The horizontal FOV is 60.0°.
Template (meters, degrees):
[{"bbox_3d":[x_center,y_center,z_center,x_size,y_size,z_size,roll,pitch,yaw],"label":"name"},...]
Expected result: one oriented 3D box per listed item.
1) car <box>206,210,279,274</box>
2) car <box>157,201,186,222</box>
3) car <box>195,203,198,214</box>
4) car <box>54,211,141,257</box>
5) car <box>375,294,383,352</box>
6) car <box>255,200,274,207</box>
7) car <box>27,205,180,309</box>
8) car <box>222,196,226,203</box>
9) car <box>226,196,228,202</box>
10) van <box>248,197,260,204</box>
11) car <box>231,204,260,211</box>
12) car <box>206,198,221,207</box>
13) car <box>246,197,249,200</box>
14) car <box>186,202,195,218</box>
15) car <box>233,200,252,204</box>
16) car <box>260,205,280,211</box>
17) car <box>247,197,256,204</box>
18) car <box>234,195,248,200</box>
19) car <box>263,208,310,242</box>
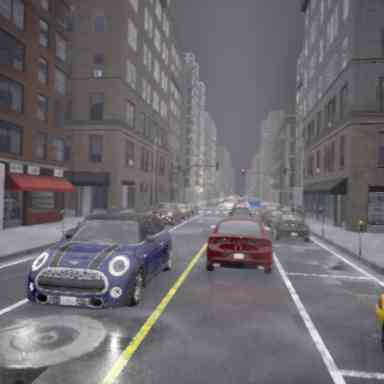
[{"bbox_3d":[1.592,1.579,11.142,1.882,1.535,5.008,1,-1,9],"label":"car"},{"bbox_3d":[-1.960,1.517,24.466,1.967,1.590,4.097,1,0,9],"label":"car"},{"bbox_3d":[-0.328,1.728,35.379,2.008,1.369,4.403,1,0,9],"label":"car"},{"bbox_3d":[-3.598,1.558,13.550,1.802,1.307,4.206,1,0,9],"label":"car"},{"bbox_3d":[3.286,1.558,2.713,1.801,1.575,5.366,1,0,9],"label":"car"},{"bbox_3d":[6.793,1.770,28.741,1.967,1.590,4.097,1,0,9],"label":"car"},{"bbox_3d":[-1.842,1.346,8.095,2.097,1.767,4.553,1,0,9],"label":"car"},{"bbox_3d":[7.025,2.146,84.469,1.752,1.417,4.829,1,0,9],"label":"car"},{"bbox_3d":[7.891,2.236,90.256,1.947,1.339,4.313,1,0,9],"label":"car"},{"bbox_3d":[11.624,1.966,60.981,1.690,1.788,3.998,1,0,9],"label":"van"},{"bbox_3d":[3.352,1.773,22.896,1.994,1.385,4.181,1,0,8],"label":"car"},{"bbox_3d":[3.683,1.972,62.161,2.008,1.369,4.403,1,0,9],"label":"car"},{"bbox_3d":[13.300,2.309,72.216,1.802,1.307,4.206,1,0,9],"label":"car"},{"bbox_3d":[-1.170,1.651,29.754,1.752,1.417,4.829,1,0,9],"label":"car"},{"bbox_3d":[4.934,1.835,34.157,1.812,1.442,4.674,1,0,9],"label":"car"},{"bbox_3d":[5.972,1.862,23.282,1.802,1.307,4.206,1,0,9],"label":"car"},{"bbox_3d":[15.832,2.188,89.073,2.192,1.841,5.009,1,0,9],"label":"car"},{"bbox_3d":[12.676,2.009,85.789,2.097,1.767,4.553,1,0,9],"label":"car"},{"bbox_3d":[5.155,1.781,17.824,2.008,1.369,4.403,1,0,9],"label":"car"}]
